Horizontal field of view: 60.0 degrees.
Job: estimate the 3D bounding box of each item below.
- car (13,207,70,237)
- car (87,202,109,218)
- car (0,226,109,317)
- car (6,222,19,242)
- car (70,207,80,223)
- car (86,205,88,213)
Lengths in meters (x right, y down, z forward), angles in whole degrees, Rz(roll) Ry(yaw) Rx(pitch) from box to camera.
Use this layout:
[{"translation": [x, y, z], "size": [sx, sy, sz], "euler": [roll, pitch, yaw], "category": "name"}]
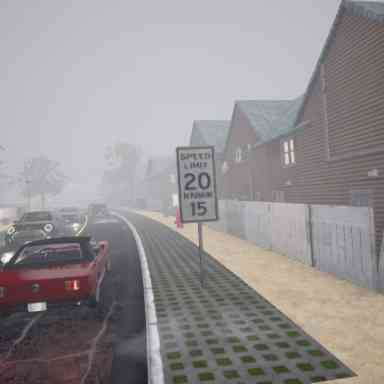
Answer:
[{"translation": [-7.893, 1.735, 17.154], "size": [2.097, 1.767, 4.553], "euler": [-3, 0, -13], "category": "car"}, {"translation": [-10.363, 2.006, 37.107], "size": [1.837, 1.490, 4.892], "euler": [-3, 0, -18], "category": "car"}, {"translation": [-3.040, 1.707, 7.891], "size": [1.895, 1.301, 4.718], "euler": [-3, 0, -10], "category": "car"}, {"translation": [-5.958, 1.764, 7.454], "size": [2.128, 1.511, 4.902], "euler": [-3, 0, -10], "category": "car"}, {"translation": [-11.434, 2.114, 30.929], "size": [2.033, 1.411, 5.357], "euler": [-3, 0, -17], "category": "car"}, {"translation": [-13.905, 2.200, 46.908], "size": [1.812, 1.442, 4.674], "euler": [-3, 0, -23], "category": "car"}]
